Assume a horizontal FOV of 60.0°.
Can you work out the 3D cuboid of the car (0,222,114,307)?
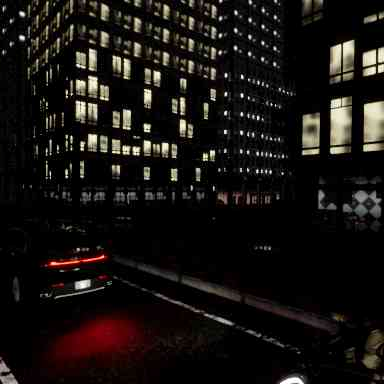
[{"bbox_3d":[-3.659,1.501,8.115,1.837,1.490,4.892,0,0,-41],"label":"car"}]

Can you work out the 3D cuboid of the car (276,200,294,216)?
[{"bbox_3d":[10.342,1.936,37.447,4.206,1.307,1.802,1,0,-40],"label":"car"}]

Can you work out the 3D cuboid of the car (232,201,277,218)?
[{"bbox_3d":[6.169,1.833,33.911,4.829,1.417,1.752,1,0,-40],"label":"car"}]

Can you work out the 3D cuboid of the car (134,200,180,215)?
[{"bbox_3d":[-3.813,1.648,36.439,4.829,1.417,1.752,1,0,-40],"label":"car"}]

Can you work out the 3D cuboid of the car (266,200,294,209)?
[{"bbox_3d":[13.526,1.882,51.125,4.313,1.339,1.947,1,0,-40],"label":"car"}]

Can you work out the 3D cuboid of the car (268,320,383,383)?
[{"bbox_3d":[2.426,1.352,1.325,2.097,1.767,4.553,0,0,-41],"label":"car"}]

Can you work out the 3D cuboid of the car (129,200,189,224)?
[{"bbox_3d":[-2.566,1.524,26.511,5.009,1.841,2.192,1,0,-40],"label":"car"}]
